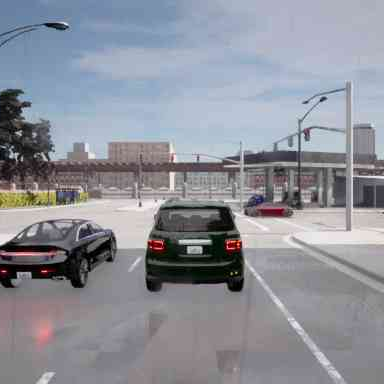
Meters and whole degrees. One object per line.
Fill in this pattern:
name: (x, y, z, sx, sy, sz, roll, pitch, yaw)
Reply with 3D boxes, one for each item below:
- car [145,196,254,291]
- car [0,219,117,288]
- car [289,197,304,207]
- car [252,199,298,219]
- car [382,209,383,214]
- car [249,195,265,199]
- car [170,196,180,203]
car: (0.073, 1.221, 9.153, 2.150, 2.045, 5.566, 0, 0, 0)
car: (-3.431, 1.492, 9.238, 2.128, 1.511, 4.902, 0, 0, 0)
car: (15.393, 1.456, 50.107, 1.970, 1.475, 3.806, 0, 0, 0)
car: (6.690, 1.564, 29.121, 4.181, 1.385, 1.994, 0, 0, -1)
car: (19.863, 1.548, 29.341, 5.357, 1.411, 2.033, 0, 0, -1)
car: (9.649, 1.295, 49.338, 2.242, 1.667, 4.611, 0, 0, 0)
car: (-3.485, 1.564, 69.353, 1.994, 1.385, 4.181, 0, 0, 0)
